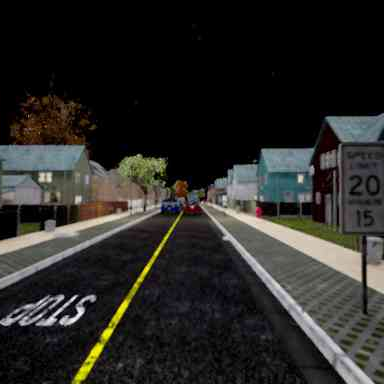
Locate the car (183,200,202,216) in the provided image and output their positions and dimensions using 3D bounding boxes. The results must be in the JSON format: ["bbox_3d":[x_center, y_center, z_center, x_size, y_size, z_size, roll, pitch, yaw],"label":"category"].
[{"bbox_3d":[0.035,1.754,38.313,2.097,1.767,4.553,0,-1,0],"label":"car"}]

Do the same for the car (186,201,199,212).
[{"bbox_3d":[0.054,2.077,49.245,1.812,1.442,4.674,0,-1,0],"label":"car"}]

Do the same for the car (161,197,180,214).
[{"bbox_3d":[-2.710,1.685,42.488,2.150,2.045,5.566,0,-1,0],"label":"car"}]
